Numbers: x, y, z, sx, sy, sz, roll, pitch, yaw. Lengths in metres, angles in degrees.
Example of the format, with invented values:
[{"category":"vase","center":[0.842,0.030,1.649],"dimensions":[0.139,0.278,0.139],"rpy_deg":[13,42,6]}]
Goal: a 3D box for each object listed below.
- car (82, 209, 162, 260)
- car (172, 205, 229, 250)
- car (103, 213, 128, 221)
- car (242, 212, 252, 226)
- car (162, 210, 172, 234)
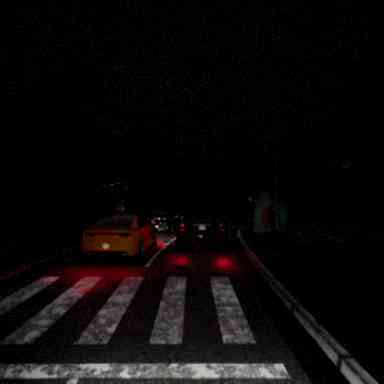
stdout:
[{"category":"car","center":[-2.546,1.558,12.762],"dimensions":[1.882,1.535,5.008],"rpy_deg":[0,-1,3]},{"category":"car","center":[0.514,1.477,15.046],"dimensions":[2.097,1.767,4.553],"rpy_deg":[0,-2,3]},{"category":"car","center":[-14.088,4.659,61.417],"dimensions":[4.181,1.385,1.994],"rpy_deg":[0,-4,0]},{"category":"car","center":[6.958,2.972,37.074],"dimensions":[1.882,1.535,5.008],"rpy_deg":[-2,-4,24]},{"category":"car","center":[-2.067,1.955,22.332],"dimensions":[1.837,1.490,4.892],"rpy_deg":[0,-3,2]}]
